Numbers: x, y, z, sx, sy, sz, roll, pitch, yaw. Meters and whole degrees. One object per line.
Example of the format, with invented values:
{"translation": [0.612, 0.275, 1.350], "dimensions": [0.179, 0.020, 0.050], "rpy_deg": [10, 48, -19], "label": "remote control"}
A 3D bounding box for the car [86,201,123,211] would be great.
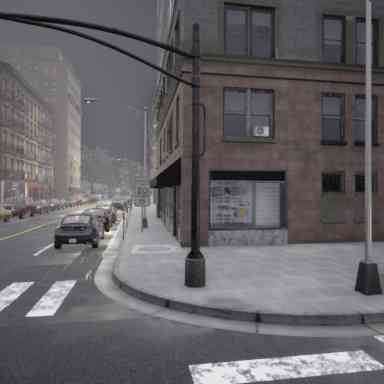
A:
{"translation": [-6.654, 1.635, 25.491], "dimensions": [2.008, 1.369, 4.403], "rpy_deg": [0, 0, -9], "label": "car"}

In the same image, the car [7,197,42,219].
{"translation": [-15.492, 1.373, 29.577], "dimensions": [2.192, 1.841, 5.009], "rpy_deg": [0, 0, -9], "label": "car"}

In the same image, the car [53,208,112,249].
{"translation": [-4.852, 1.607, 14.677], "dimensions": [2.008, 1.369, 4.403], "rpy_deg": [0, 0, -9], "label": "car"}

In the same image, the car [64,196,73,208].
{"translation": [-18.191, 1.650, 45.799], "dimensions": [2.008, 1.369, 4.403], "rpy_deg": [0, 0, -9], "label": "car"}

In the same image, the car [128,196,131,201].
{"translation": [-11.159, 1.593, 52.529], "dimensions": [1.967, 1.590, 4.097], "rpy_deg": [0, 0, -9], "label": "car"}

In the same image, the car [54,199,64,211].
{"translation": [-17.291, 1.525, 40.392], "dimensions": [1.967, 1.590, 4.097], "rpy_deg": [0, 0, -9], "label": "car"}

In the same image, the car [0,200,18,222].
{"translation": [-14.566, 1.569, 24.000], "dimensions": [1.752, 1.417, 4.829], "rpy_deg": [0, 0, -9], "label": "car"}

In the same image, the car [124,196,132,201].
{"translation": [-17.467, 1.819, 90.380], "dimensions": [1.947, 1.339, 4.313], "rpy_deg": [0, 0, -9], "label": "car"}

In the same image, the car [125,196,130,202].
{"translation": [-10.259, 1.690, 47.121], "dimensions": [2.008, 1.369, 4.403], "rpy_deg": [0, 0, -9], "label": "car"}

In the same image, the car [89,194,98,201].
{"translation": [-22.685, 1.485, 72.839], "dimensions": [2.192, 1.841, 5.009], "rpy_deg": [0, 0, -9], "label": "car"}

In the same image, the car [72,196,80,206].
{"translation": [-19.090, 1.679, 51.207], "dimensions": [1.947, 1.339, 4.313], "rpy_deg": [0, 0, -9], "label": "car"}

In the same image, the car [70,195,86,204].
{"translation": [-19.988, 1.442, 56.616], "dimensions": [2.192, 1.841, 5.009], "rpy_deg": [0, 0, -9], "label": "car"}

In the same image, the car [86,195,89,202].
{"translation": [-20.860, 1.666, 61.855], "dimensions": [1.752, 1.417, 4.829], "rpy_deg": [0, 0, -9], "label": "car"}

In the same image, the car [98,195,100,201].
{"translation": [-23.584, 1.499, 78.247], "dimensions": [2.192, 1.841, 5.009], "rpy_deg": [0, 0, -9], "label": "car"}

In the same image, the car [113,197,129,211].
{"translation": [-9.358, 1.676, 41.713], "dimensions": [2.008, 1.369, 4.403], "rpy_deg": [0, 0, -9], "label": "car"}

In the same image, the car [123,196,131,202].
{"translation": [-16.566, 1.790, 84.973], "dimensions": [2.008, 1.369, 4.403], "rpy_deg": [0, 0, -9], "label": "car"}

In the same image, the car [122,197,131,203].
{"translation": [-15.665, 1.806, 79.565], "dimensions": [1.802, 1.307, 4.206], "rpy_deg": [0, 0, -9], "label": "car"}

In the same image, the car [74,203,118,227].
{"translation": [-5.753, 1.615, 20.084], "dimensions": [1.887, 1.381, 4.507], "rpy_deg": [0, 0, -9], "label": "car"}

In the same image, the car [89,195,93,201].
{"translation": [-21.788, 1.737, 67.430], "dimensions": [1.802, 1.307, 4.206], "rpy_deg": [0, 0, -9], "label": "car"}

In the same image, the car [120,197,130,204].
{"translation": [-13.863, 1.740, 68.751], "dimensions": [1.887, 1.381, 4.507], "rpy_deg": [0, 0, -9], "label": "car"}

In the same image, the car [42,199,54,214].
{"translation": [-16.392, 1.512, 34.984], "dimensions": [1.967, 1.590, 4.097], "rpy_deg": [0, 0, -9], "label": "car"}

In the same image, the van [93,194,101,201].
{"translation": [-25.383, 1.555, 89.063], "dimensions": [1.690, 1.788, 3.998], "rpy_deg": [0, 0, -9], "label": "van"}
